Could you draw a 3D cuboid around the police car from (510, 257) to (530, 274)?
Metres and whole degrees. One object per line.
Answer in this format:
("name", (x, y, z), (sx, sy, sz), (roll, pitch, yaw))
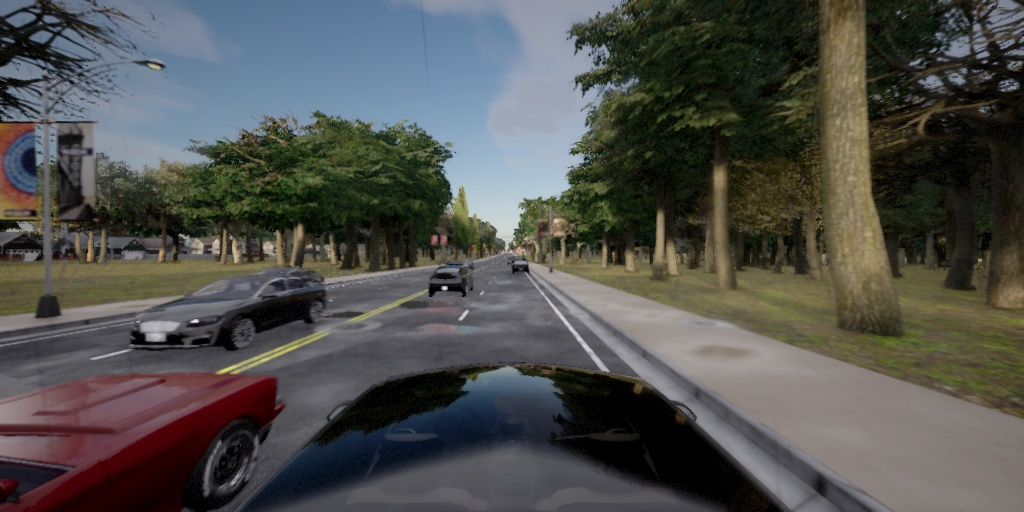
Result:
("police car", (0.989, 1.189, 40.733), (1.930, 1.638, 5.238), (0, 0, 0))

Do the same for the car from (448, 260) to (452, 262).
("car", (-9.766, 1.379, 58.433), (1.895, 1.301, 4.718), (0, 0, 1))

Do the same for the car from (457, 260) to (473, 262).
("car", (-6.541, 1.264, 52.179), (2.128, 1.511, 4.902), (0, 0, 0))

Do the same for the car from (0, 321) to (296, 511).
("car", (-3.149, 1.351, 1.372), (1.895, 1.301, 4.718), (0, 0, 0))

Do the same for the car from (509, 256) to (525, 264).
("car", (0.993, 0.995, 50.653), (2.150, 2.045, 5.566), (0, 0, 0))

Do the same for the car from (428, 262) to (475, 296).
("car", (-3.143, 1.258, 19.146), (1.837, 1.490, 4.892), (0, 0, 0))

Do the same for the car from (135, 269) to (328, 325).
("car", (-6.597, 1.242, 9.093), (2.128, 1.511, 4.902), (0, 0, 0))

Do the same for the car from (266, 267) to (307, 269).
("car", (-9.844, 1.243, 15.208), (2.128, 1.511, 4.902), (0, 0, 0))
